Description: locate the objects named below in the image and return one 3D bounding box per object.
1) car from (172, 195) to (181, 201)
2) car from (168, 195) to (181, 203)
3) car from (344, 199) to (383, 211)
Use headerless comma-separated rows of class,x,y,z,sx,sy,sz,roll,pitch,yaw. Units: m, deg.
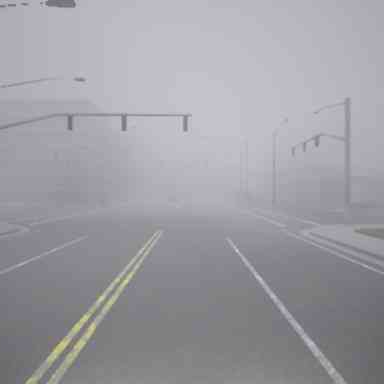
car,-3.730,1.470,81.535,2.033,1.411,5.357,0,0,0
car,-3.694,1.444,66.054,2.128,1.511,4.902,0,0,0
car,20.627,1.516,40.142,4.181,1.385,1.994,0,0,-1
